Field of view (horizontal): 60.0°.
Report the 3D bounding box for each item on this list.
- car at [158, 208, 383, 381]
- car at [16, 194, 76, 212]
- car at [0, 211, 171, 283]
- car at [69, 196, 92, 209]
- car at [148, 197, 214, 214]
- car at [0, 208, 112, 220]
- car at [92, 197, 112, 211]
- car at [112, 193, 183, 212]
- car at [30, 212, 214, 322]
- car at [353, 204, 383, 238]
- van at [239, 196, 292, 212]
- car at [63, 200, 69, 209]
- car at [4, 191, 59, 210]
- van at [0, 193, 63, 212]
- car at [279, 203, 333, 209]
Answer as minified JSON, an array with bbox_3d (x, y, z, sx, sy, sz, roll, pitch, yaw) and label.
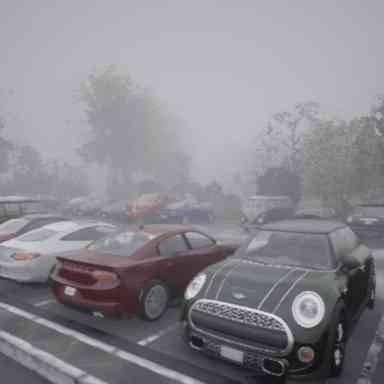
[{"bbox_3d":[1.774,1.340,5.805,2.185,1.767,4.553,0,0,35],"label":"car"},{"bbox_3d":[-14.156,1.028,32.492,2.097,1.535,5.008,1,1,35],"label":"car"},{"bbox_3d":[-2.855,1.484,9.048,2.002,1.452,4.674,0,0,35],"label":"car"},{"bbox_3d":[-7.266,1.239,27.569,2.163,1.488,4.792,2,1,35],"label":"car"},{"bbox_3d":[-0.337,1.388,22.678,2.097,1.535,5.008,2,1,35],"label":"car"},{"bbox_3d":[-5.163,1.468,10.693,2.002,1.452,4.674,0,0,35],"label":"car"},{"bbox_3d":[-4.964,1.300,25.934,2.163,1.488,4.792,2,1,35],"label":"car"},{"bbox_3d":[-2.656,1.079,24.298,2.435,2.045,5.566,2,1,35],"label":"car"},{"bbox_3d":[-0.552,1.455,7.411,2.097,1.535,5.008,0,0,35],"label":"car"},{"bbox_3d":[8.865,1.339,16.110,2.185,1.767,4.553,0,0,35],"label":"car"},{"bbox_3d":[4.311,1.217,19.237,1.878,1.987,4.442,0,0,35],"label":"van"},{"bbox_3d":[-9.444,1.153,29.160,2.231,1.521,4.892,2,1,35],"label":"car"},{"bbox_3d":[-16.370,0.844,34.031,2.185,1.767,4.553,2,1,35],"label":"car"},{"bbox_3d":[-7.506,1.164,12.496,1.878,1.987,4.442,1,1,35],"label":"van"},{"bbox_3d":[6.702,1.483,17.724,2.163,1.488,4.792,0,0,35],"label":"car"}]
